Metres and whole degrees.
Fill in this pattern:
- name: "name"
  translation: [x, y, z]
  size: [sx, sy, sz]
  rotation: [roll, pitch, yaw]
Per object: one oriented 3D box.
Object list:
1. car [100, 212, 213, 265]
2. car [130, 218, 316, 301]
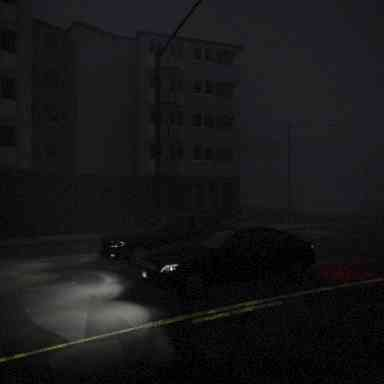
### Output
- name: "car"
  translation: [-0.587, 1.477, 11.416]
  size: [5.008, 1.535, 1.882]
  rotation: [0, 0, -27]
- name: "car"
  translation: [1.037, 1.526, 8.338]
  size: [4.674, 1.442, 1.812]
  rotation: [0, 0, -27]
